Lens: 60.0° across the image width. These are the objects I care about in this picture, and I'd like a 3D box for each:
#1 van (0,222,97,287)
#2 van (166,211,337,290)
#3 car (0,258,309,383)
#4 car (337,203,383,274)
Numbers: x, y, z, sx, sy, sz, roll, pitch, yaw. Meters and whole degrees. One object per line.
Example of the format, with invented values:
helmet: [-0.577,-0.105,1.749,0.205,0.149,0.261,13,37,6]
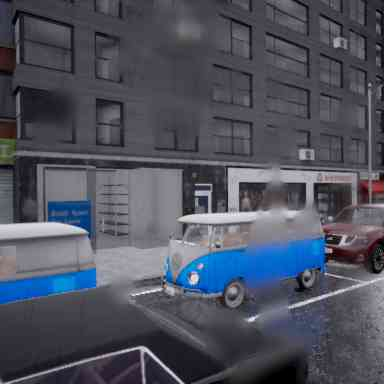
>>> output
van: [-3.247,1.341,4.228,3.998,1.788,1.690,0,-1,-36]
van: [1.292,1.340,7.484,3.998,1.788,1.690,0,-1,-36]
car: [-1.323,1.601,2.434,4.718,1.301,1.895,0,0,-36]
car: [5.830,1.311,10.740,5.009,1.841,2.192,0,-1,-36]
